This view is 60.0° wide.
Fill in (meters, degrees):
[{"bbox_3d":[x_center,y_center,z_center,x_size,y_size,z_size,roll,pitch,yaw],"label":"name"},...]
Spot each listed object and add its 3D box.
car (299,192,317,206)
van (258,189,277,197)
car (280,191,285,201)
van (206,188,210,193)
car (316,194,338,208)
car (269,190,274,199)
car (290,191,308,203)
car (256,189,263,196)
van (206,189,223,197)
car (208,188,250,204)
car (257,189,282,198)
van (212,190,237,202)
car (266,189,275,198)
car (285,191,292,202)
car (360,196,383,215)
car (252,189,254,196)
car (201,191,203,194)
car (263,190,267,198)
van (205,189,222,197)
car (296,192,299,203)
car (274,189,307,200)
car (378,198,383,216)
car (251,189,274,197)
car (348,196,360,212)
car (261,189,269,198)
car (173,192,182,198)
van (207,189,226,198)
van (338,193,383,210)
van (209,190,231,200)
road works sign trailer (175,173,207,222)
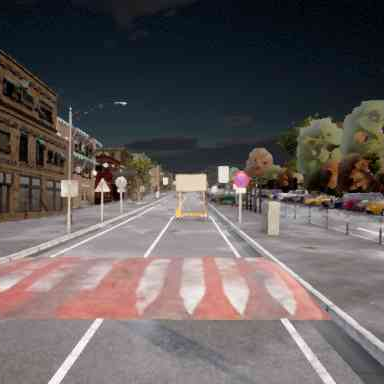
[{"bbox_3d":[18.635,1.137,47.527,5.366,1.575,1.946,0,1,0],"label":"car"},{"bbox_3d":[18.888,0.296,83.608,4.442,1.987,1.878,0,1,0],"label":"van"},{"bbox_3d":[18.811,0.974,58.629,5.008,1.535,2.097,0,1,0],"label":"car"},{"bbox_3d":[5.599,0.634,66.205,4.442,1.987,1.878,0,1,0],"label":"van"},{"bbox_3d":[18.800,1.253,41.977,4.792,1.488,2.163,0,1,0],"label":"car"},{"bbox_3d":[18.789,0.848,66.956,5.008,1.535,2.097,0,1,0],"label":"car"},{"bbox_3d":[18.820,1.059,53.077,4.892,1.521,2.231,0,1,0],"label":"car"},{"bbox_3d":[18.751,0.392,78.056,5.566,2.045,2.435,0,1,0],"label":"car"},{"bbox_3d":[5.805,0.245,85.829,4.442,1.987,1.878,0,1,0],"label":"van"},{"bbox_3d":[5.707,0.819,52.186,5.566,2.045,2.435,0,1,0],"label":"car"},{"bbox_3d":[18.804,0.334,80.832,5.566,2.045,2.435,0,1,0],"label":"car"},{"bbox_3d":[5.840,0.718,60.596,4.442,1.987,1.878,0,1,0],"label":"van"},{"bbox_3d":[18.975,0.798,69.733,5.366,1.575,1.946,0,1,0],"label":"car"},{"bbox_3d":[18.815,1.016,55.853,5.008,1.535,2.097,0,1,0],"label":"car"},{"bbox_3d":[18.839,1.389,30.875,5.008,1.535,2.097,0,1,0],"label":"car"},{"bbox_3d":[18.954,0.456,86.387,5.366,1.575,1.946,0,1,0],"label":"car"},{"bbox_3d":[5.665,0.283,83.024,5.566,2.045,2.435,0,1,0],"label":"car"},{"bbox_3d":[18.757,0.785,72.504,4.792,1.488,2.163,0,1,0],"label":"car"},{"bbox_3d":[5.802,0.181,88.631,4.442,1.987,1.878,0,1,0],"label":"van"},{"bbox_3d":[18.846,1.128,50.303,4.792,1.488,2.163,0,1,0],"label":"car"},{"bbox_3d":[18.773,0.682,61.400,5.566,2.045,2.435,0,1,0],"label":"car"},{"bbox_3d":[18.846,1.472,28.101,4.674,1.452,2.002,0,1,0],"label":"car"},{"bbox_3d":[18.793,0.145,89.157,5.566,2.045,2.435,0,1,0],"label":"car"},{"bbox_3d":[18.837,1.388,33.653,4.674,1.452,2.002,0,1,0],"label":"car"},{"bbox_3d":[18.812,0.729,75.287,4.792,1.488,2.163,0,1,0],"label":"car"},{"bbox_3d":[-3.251,0.662,75.914,1.812,1.442,4.674,0,1,0],"label":"car"},{"bbox_3d":[5.813,0.372,80.225,4.442,1.987,1.878,0,1,0],"label":"van"},{"bbox_3d":[18.953,1.080,36.423,4.442,1.987,1.878,0,1,0],"label":"van"},{"bbox_3d":[5.828,0.587,69.007,4.442,1.987,1.878,0,1,0],"label":"van"},{"bbox_3d":[-0.039,0.353,25.435,2.380,3.560,2.880,-1,1,0],"label":"road works sign trailer"}]
